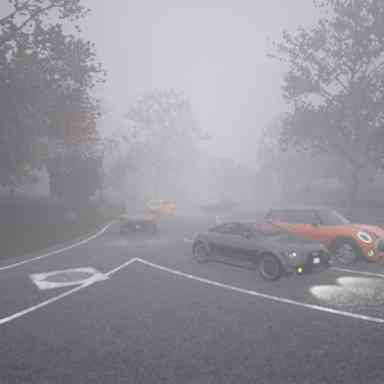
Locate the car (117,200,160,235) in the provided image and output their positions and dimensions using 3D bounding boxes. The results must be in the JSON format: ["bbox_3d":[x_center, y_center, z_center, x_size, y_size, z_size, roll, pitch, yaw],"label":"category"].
[{"bbox_3d":[-3.143,1.456,18.869,1.882,1.535,5.008,0,0,-11],"label":"car"}]

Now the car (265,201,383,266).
[{"bbox_3d":[4.405,1.326,11.668,2.097,1.767,4.553,0,0,-41],"label":"car"}]

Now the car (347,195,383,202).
[{"bbox_3d":[22.614,1.394,41.671,4.892,1.490,1.837,1,0,17],"label":"car"}]

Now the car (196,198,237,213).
[{"bbox_3d":[2.851,1.418,35.343,1.882,1.535,5.008,-1,0,40],"label":"car"}]

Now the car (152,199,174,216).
[{"bbox_3d":[-3.167,1.439,29.748,1.882,1.535,5.008,0,0,18],"label":"car"}]

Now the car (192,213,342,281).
[{"bbox_3d":[1.877,1.546,9.918,1.994,1.385,4.181,0,0,-40],"label":"car"}]

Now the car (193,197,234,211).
[{"bbox_3d":[2.611,1.423,39.734,4.902,1.511,2.128,0,0,-42],"label":"car"}]

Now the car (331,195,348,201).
[{"bbox_3d":[21.159,1.201,45.242,4.553,1.767,2.097,0,0,12],"label":"car"}]
